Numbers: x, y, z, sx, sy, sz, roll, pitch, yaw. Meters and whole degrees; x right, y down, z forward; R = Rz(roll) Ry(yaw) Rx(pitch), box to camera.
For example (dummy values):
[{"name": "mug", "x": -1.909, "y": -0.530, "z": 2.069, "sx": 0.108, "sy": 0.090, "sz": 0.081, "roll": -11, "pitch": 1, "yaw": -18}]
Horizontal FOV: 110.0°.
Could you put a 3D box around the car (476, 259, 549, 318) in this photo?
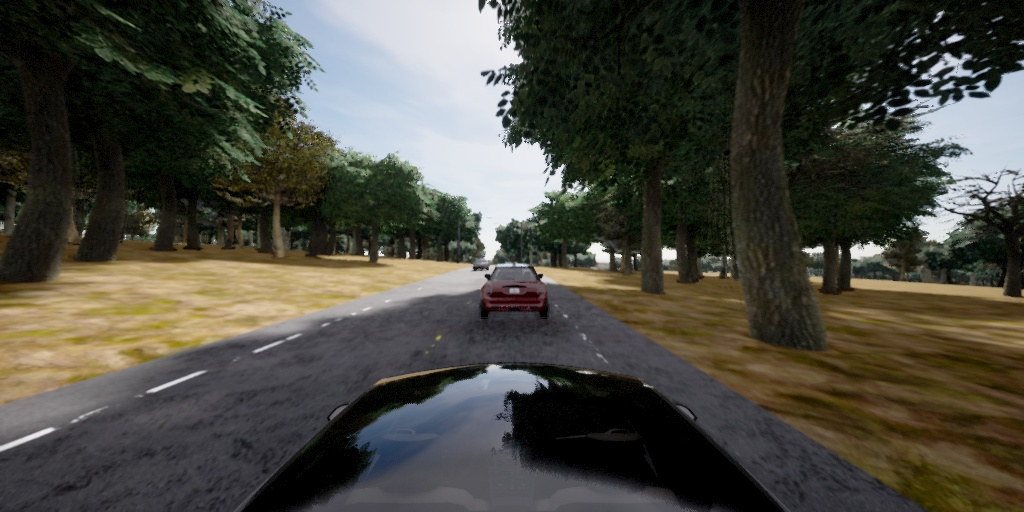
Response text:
[{"name": "car", "x": 0.068, "y": 1.031, "z": 12.749, "sx": 2.097, "sy": 1.767, "sz": 4.553, "roll": 0, "pitch": 0, "yaw": 0}]

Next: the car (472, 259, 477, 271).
[{"name": "car", "x": -3.828, "y": 1.109, "z": 44.923, "sx": 1.837, "sy": 1.490, "sz": 4.892, "roll": 0, "pitch": 0, "yaw": -1}]
